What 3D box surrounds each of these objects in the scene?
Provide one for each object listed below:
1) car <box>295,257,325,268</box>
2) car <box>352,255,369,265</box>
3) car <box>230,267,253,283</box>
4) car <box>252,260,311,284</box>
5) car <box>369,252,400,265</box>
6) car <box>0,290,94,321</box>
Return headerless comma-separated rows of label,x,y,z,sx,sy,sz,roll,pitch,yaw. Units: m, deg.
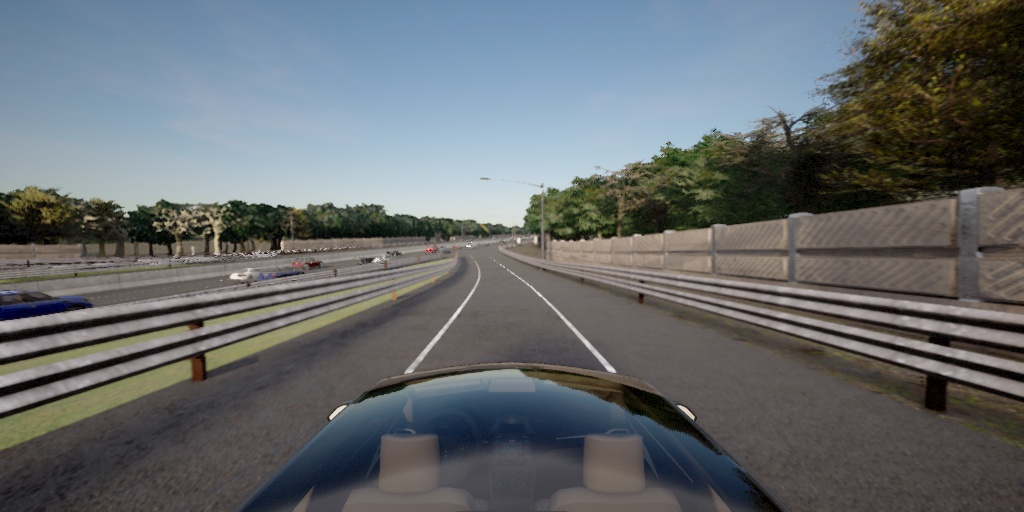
car,-28.446,0.888,50.080,2.097,1.767,4.553,0,4,10
car,-23.597,0.535,57.371,2.128,1.511,4.902,0,4,10
car,-27.088,1.903,37.722,1.812,1.442,4.674,0,4,10
car,-23.648,1.764,37.070,2.097,1.767,4.553,0,4,10
car,-20.151,0.562,56.760,1.812,1.442,4.674,0,4,10
car,-26.790,2.857,19.382,2.150,2.045,5.566,0,4,10
